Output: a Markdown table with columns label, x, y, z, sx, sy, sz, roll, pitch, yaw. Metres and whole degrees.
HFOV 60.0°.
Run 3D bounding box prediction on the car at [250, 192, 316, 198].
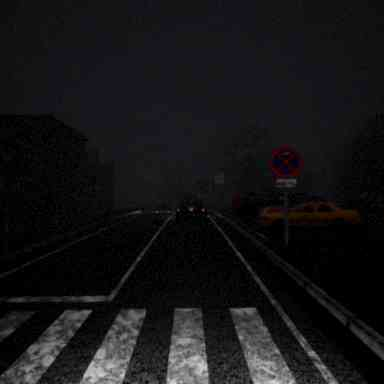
| label | x | y | z | sx | sy | sz | roll | pitch | yaw |
| --- | --- | --- | --- | --- | --- | --- | --- | --- | --- |
| car | 6.182 | 1.080 | 20.431 | 4.553 | 1.767 | 2.185 | -1 | 0 | -1 |

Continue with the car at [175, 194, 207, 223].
| label | x | y | z | sx | sy | sz | roll | pitch | yaw |
| --- | --- | --- | --- | --- | --- | --- | --- | --- | --- |
| car | -0.064 | 1.169 | 23.417 | 2.097 | 1.767 | 4.553 | -1 | 0 | -1 |

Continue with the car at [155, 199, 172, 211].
| label | x | y | z | sx | sy | sz | roll | pitch | yaw |
| --- | --- | --- | --- | --- | --- | --- | --- | --- | --- |
| car | -3.636 | 1.643 | 42.448 | 1.882 | 1.535 | 5.008 | -1 | -2 | 0 |

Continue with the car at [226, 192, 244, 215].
| label | x | y | z | sx | sy | sz | roll | pitch | yaw |
| --- | --- | --- | --- | --- | --- | --- | --- | --- | --- |
| car | 6.055 | 0.995 | 29.660 | 5.566 | 2.045 | 2.435 | -1 | 0 | -1 |

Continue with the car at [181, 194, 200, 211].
| label | x | y | z | sx | sy | sz | roll | pitch | yaw |
| --- | --- | --- | --- | --- | --- | --- | --- | --- | --- |
| car | -0.209 | 1.315 | 41.469 | 2.150 | 2.045 | 5.566 | -1 | -2 | -1 |

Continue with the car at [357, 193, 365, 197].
| label | x | y | z | sx | sy | sz | roll | pitch | yaw |
| --- | --- | --- | --- | --- | --- | --- | --- | --- | --- |
| car | 18.269 | 1.118 | 30.983 | 4.892 | 1.521 | 2.231 | -1 | -1 | -1 |

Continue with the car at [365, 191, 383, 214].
| label | x | y | z | sx | sy | sz | roll | pitch | yaw |
| --- | --- | --- | --- | --- | --- | --- | --- | --- | --- |
| car | 18.292 | 0.839 | 28.193 | 5.566 | 2.045 | 2.435 | -1 | -1 | -1 |

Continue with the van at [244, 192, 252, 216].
| label | x | y | z | sx | sy | sz | roll | pitch | yaw |
| --- | --- | --- | --- | --- | --- | --- | --- | --- | --- |
| van | 6.228 | 0.986 | 23.469 | 4.442 | 1.987 | 1.878 | -1 | 0 | -1 |

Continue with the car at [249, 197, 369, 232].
| label | x | y | z | sx | sy | sz | roll | pitch | yaw |
| --- | --- | --- | --- | --- | --- | --- | --- | --- | --- |
| car | 6.005 | 1.210 | 17.511 | 5.366 | 1.575 | 1.946 | -1 | 0 | -1 |

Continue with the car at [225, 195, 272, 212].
| label | x | y | z | sx | sy | sz | roll | pitch | yaw |
| --- | --- | --- | --- | --- | --- | --- | --- | --- | --- |
| car | 5.957 | 1.187 | 35.611 | 4.553 | 1.767 | 2.185 | -1 | -1 | -1 |
